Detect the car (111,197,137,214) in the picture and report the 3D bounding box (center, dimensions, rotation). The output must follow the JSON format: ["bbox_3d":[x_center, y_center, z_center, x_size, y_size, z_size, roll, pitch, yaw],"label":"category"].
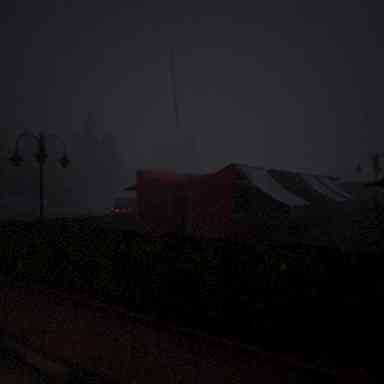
[{"bbox_3d":[-3.792,1.435,26.051,2.150,2.045,5.566,-1,0,36],"label":"car"}]
